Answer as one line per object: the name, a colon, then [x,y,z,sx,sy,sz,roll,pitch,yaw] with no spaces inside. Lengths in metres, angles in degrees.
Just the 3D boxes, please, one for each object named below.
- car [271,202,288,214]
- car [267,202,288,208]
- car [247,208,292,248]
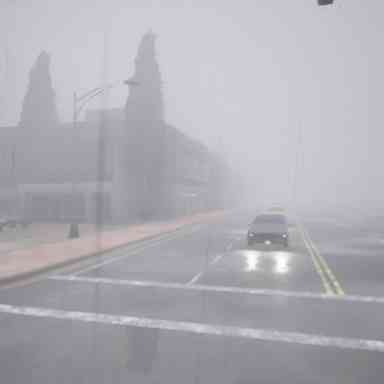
car: [12.064,2.110,45.631,2.128,1.511,4.902,0,-1,16]
car: [6.976,1.853,27.642,1.882,1.535,5.008,0,-1,15]
car: [3.884,1.773,16.532,2.033,1.411,5.357,0,-1,15]
